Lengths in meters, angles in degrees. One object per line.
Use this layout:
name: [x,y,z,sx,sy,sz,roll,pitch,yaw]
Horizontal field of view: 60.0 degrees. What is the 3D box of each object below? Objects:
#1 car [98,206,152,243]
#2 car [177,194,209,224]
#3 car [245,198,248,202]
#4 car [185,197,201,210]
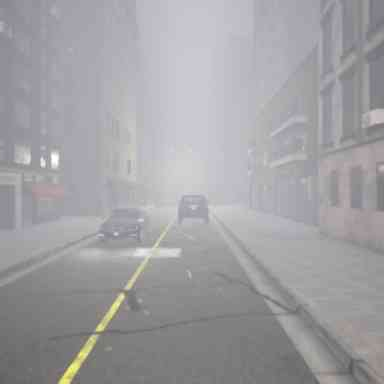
car: [-3.073,1.485,15.986,1.837,1.490,4.892,0,0,0]
car: [0.097,1.184,24.576,2.150,2.045,5.566,0,0,0]
car: [12.127,1.331,61.936,4.507,1.381,1.887,-1,0,0]
car: [0.083,1.410,42.153,1.882,1.535,5.008,0,0,0]
